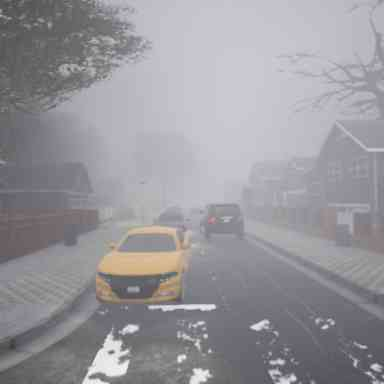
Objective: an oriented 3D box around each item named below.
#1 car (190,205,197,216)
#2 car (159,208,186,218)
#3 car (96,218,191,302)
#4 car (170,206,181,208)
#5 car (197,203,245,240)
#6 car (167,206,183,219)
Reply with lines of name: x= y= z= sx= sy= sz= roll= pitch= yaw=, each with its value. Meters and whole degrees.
car: x=0.625 y=2.574 z=46.534 sx=1.882 sy=1.535 sz=5.008 roll=-1 pitch=-1 yaw=-2
car: x=-1.251 y=1.997 z=20.389 sx=1.837 sy=1.490 sz=4.892 roll=-1 pitch=-1 yaw=-2
car: x=-1.048 y=1.711 z=9.068 sx=1.882 sy=1.535 sz=5.008 roll=-1 pitch=-1 yaw=2
car: x=-1.644 y=2.221 z=30.403 sx=2.128 sy=1.511 sz=4.902 roll=-1 pitch=-1 yaw=-2
car: x=1.705 y=1.675 z=20.146 sx=2.150 sy=2.045 sz=5.566 roll=-1 pitch=-1 yaw=-2
car: x=-2.061 y=2.516 z=41.926 sx=1.837 sy=1.490 sz=4.892 roll=-1 pitch=-1 yaw=-2
